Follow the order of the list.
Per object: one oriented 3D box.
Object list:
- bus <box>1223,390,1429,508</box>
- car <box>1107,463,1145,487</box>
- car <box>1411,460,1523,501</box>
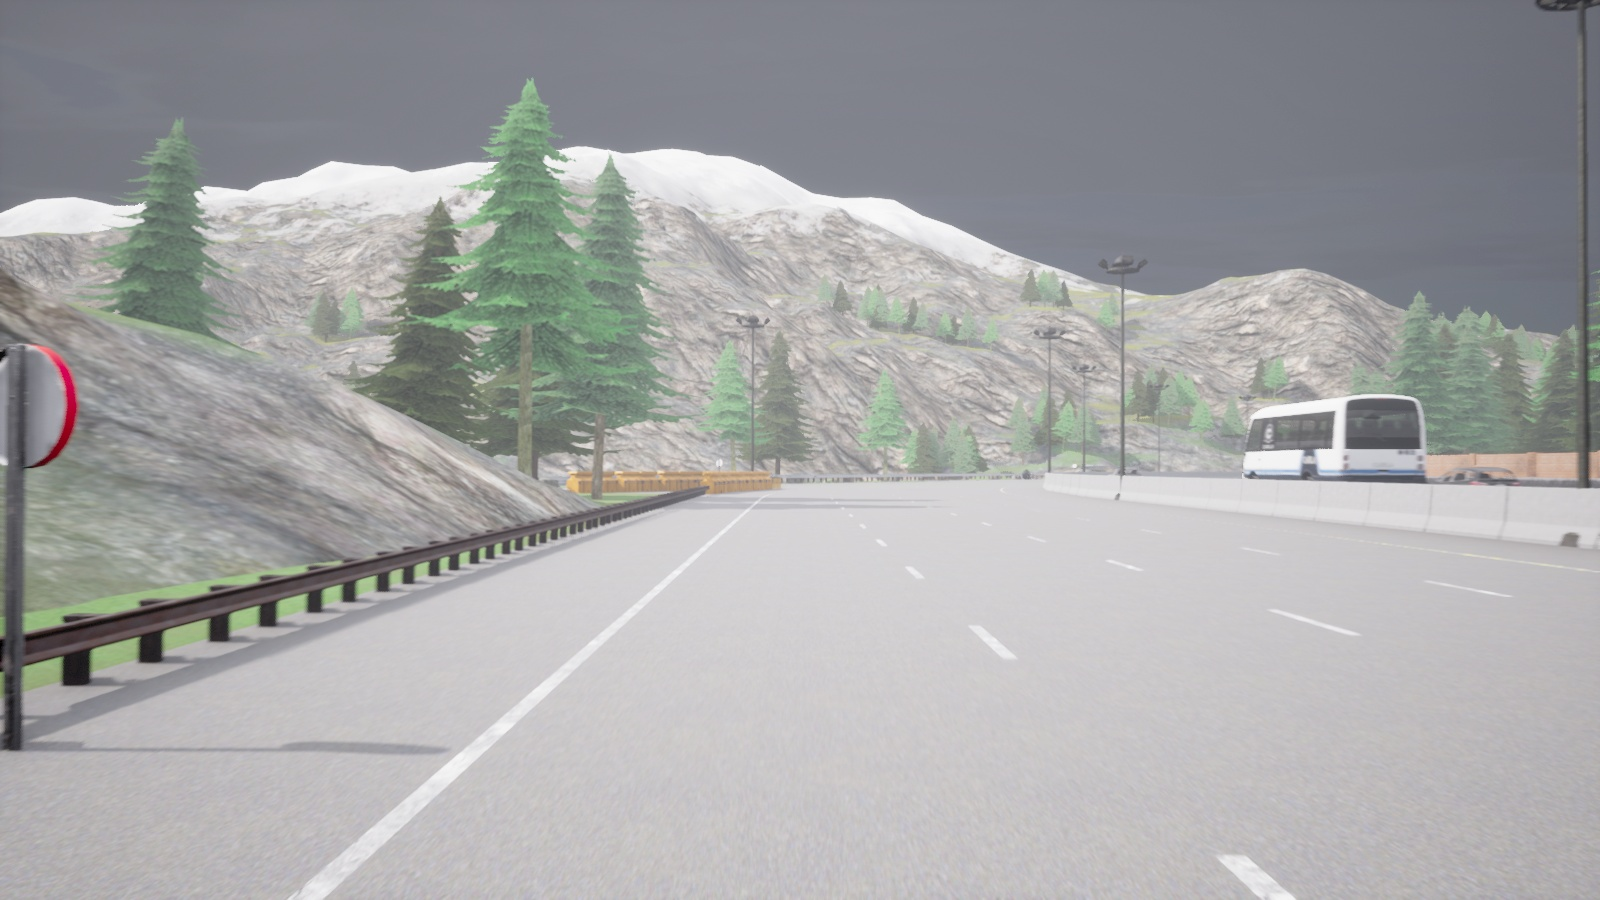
[{"bbox_3d":[20.874,0.034,50.839,3.944,4.253,10.273,0,-1,0],"label":"bus"},{"bbox_3d":[23.102,1.762,89.125,2.242,1.667,4.611,-1,-1,10],"label":"car"},{"bbox_3d":[27.874,1.252,52.685,2.242,1.667,4.611,0,-1,0],"label":"car"}]
